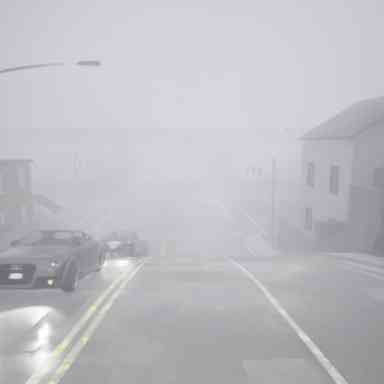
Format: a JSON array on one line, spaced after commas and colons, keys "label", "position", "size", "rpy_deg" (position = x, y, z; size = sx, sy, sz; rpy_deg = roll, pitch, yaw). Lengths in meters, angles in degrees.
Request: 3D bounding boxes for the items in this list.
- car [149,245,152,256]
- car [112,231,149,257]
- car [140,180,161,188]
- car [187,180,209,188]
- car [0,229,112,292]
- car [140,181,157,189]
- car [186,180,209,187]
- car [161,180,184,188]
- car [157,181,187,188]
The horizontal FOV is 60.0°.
[{"label": "car", "position": [-4.113, 4.221, 24.731], "size": [1.994, 1.385, 4.181], "rpy_deg": [0, -9, -2]}, {"label": "car", "position": [-3.979, 2.960, 19.081], "size": [2.128, 1.511, 4.902], "rpy_deg": [0, -11, -2]}, {"label": "car", "position": [-8.730, -1.686, 69.593], "size": [4.536, 1.218, 1.853], "rpy_deg": [8, 11, 42]}, {"label": "car", "position": [1.271, -1.646, 70.511], "size": [4.974, 1.542, 2.038], "rpy_deg": [4, 9, 27]}, {"label": "car", "position": [-3.728, 1.707, 8.991], "size": [1.994, 1.385, 4.181], "rpy_deg": [0, -4, -1]}, {"label": "car", "position": [-8.692, -1.525, 69.581], "size": [4.974, 1.542, 2.038], "rpy_deg": [8, 11, 42]}, {"label": "car", "position": [1.225, -1.805, 70.513], "size": [4.536, 1.218, 1.853], "rpy_deg": [4, 9, 27]}, {"label": "car", "position": [-4.043, -1.690, 69.664], "size": [4.536, 1.218, 1.853], "rpy_deg": [-6, 10, -37]}, {"label": "car", "position": [-4.084, -1.530, 69.655], "size": [4.974, 1.542, 2.038], "rpy_deg": [-6, 10, -37]}]
